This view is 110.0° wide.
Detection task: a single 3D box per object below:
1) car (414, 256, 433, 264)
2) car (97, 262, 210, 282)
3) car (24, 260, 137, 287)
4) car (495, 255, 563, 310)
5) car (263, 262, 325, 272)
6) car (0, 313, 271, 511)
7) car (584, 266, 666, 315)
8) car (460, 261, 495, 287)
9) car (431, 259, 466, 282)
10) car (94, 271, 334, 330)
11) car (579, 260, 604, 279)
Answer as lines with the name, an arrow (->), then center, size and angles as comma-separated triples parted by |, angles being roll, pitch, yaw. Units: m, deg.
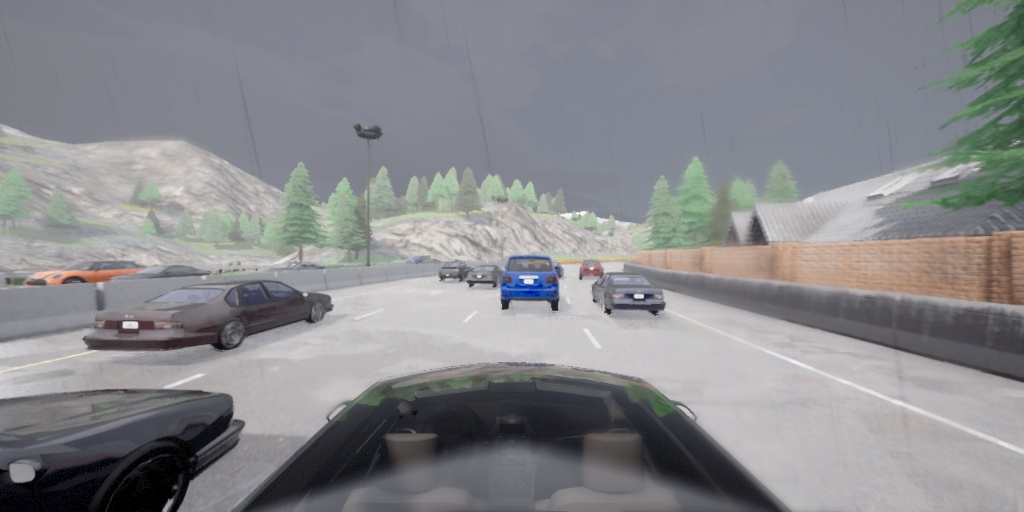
car -> -13.852, 1.189, 60.435 | 1.837, 1.490, 4.892 | 0, 0, 21
car -> -19.854, 1.212, 20.505 | 1.812, 1.442, 4.674 | 0, 0, 7
car -> -23.418, 1.028, 20.001 | 2.097, 1.767, 4.553 | 0, 0, 7
car -> 0.822, 0.968, 14.917 | 2.150, 2.045, 5.566 | 0, 0, 5
car -> -15.604, 1.187, 25.829 | 2.128, 1.511, 4.902 | 0, 0, 9
car -> -3.371, 1.289, 0.785 | 2.033, 1.411, 5.357 | 0, 0, 0
car -> 4.199, 1.304, 13.709 | 2.033, 1.411, 5.357 | 0, 0, 5
car -> -1.577, 1.283, 24.008 | 2.033, 1.411, 5.357 | 0, 0, 9
car -> -4.283, 1.217, 28.693 | 2.128, 1.511, 4.902 | 0, 0, 10
car -> -6.657, 1.276, 8.883 | 2.033, 1.411, 5.357 | 0, 0, 3
car -> 7.203, 1.108, 32.471 | 2.097, 1.767, 4.553 | 0, 0, 12
